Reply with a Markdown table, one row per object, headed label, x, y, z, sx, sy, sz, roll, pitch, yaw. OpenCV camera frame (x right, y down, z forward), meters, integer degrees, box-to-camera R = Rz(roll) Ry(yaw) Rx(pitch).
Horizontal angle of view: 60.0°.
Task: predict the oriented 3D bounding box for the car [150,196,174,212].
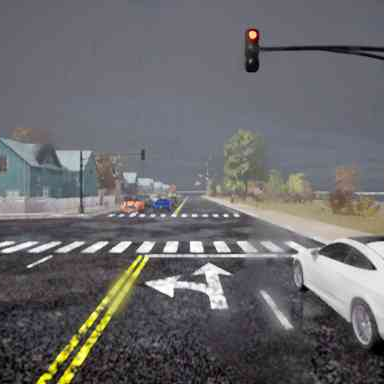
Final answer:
| label | x | y | z | sx | sy | sz | roll | pitch | yaw |
| --- | --- | --- | --- | --- | --- | --- | --- | --- | --- |
| car | -3.490 | 1.498 | 39.925 | 1.882 | 1.535 | 5.008 | 0 | 0 | 0 |

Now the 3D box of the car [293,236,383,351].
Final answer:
| label | x | y | z | sx | sy | sz | roll | pitch | yaw |
| --- | --- | --- | --- | --- | --- | --- | --- | --- | --- |
| car | 3.328 | 1.525 | 6.066 | 1.812 | 1.442 | 4.674 | 0 | 0 | 0 |

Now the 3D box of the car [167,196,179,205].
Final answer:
| label | x | y | z | sx | sy | sz | roll | pitch | yaw |
| --- | --- | --- | --- | --- | --- | --- | --- | --- | --- |
| car | -3.543 | 1.558 | 62.534 | 1.837 | 1.490 | 4.892 | 0 | -1 | 0 |

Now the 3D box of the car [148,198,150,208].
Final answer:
| label | x | y | z | sx | sy | sz | roll | pitch | yaw |
| --- | --- | --- | --- | --- | --- | --- | --- | --- | --- |
| car | -6.769 | 1.579 | 48.909 | 2.033 | 1.411 | 5.357 | 0 | 0 | 0 |

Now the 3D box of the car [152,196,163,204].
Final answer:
| label | x | y | z | sx | sy | sz | roll | pitch | yaw |
| --- | --- | --- | --- | --- | --- | --- | --- | --- | --- |
| car | -6.774 | 1.583 | 65.683 | 1.812 | 1.442 | 4.674 | 0 | 0 | 0 |

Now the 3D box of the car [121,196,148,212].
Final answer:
| label | x | y | z | sx | sy | sz | roll | pitch | yaw |
| --- | --- | --- | --- | --- | --- | --- | --- | --- | --- |
| car | -6.735 | 1.371 | 38.244 | 2.097 | 1.767 | 4.553 | 0 | 0 | 0 |

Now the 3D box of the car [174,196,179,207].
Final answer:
| label | x | y | z | sx | sy | sz | roll | pitch | yaw |
| --- | --- | --- | --- | --- | --- | --- | --- | --- | --- |
| car | -3.519 | 1.525 | 50.335 | 2.128 | 1.511 | 4.902 | 0 | 0 | 0 |
